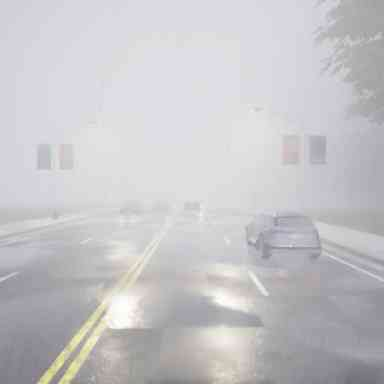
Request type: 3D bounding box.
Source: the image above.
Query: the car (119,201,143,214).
[{"bbox_3d":[-6.517,1.640,36.256,2.033,1.411,5.357,0,0,0],"label":"car"}]

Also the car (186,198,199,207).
[{"bbox_3d":[0.076,1.715,55.318,2.128,1.511,4.902,0,0,0],"label":"car"}]

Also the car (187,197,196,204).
[{"bbox_3d":[-0.032,1.892,73.542,1.882,1.535,5.008,0,-1,0],"label":"car"}]

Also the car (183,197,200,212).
[{"bbox_3d":[-0.020,1.591,40.103,1.882,1.535,5.008,0,-1,0],"label":"car"}]

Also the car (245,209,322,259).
[{"bbox_3d":[3.245,1.437,12.568,2.033,1.649,4.856,0,0,0],"label":"car"}]

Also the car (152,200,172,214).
[{"bbox_3d":[-3.266,1.592,36.496,1.882,1.535,5.008,0,0,0],"label":"car"}]
